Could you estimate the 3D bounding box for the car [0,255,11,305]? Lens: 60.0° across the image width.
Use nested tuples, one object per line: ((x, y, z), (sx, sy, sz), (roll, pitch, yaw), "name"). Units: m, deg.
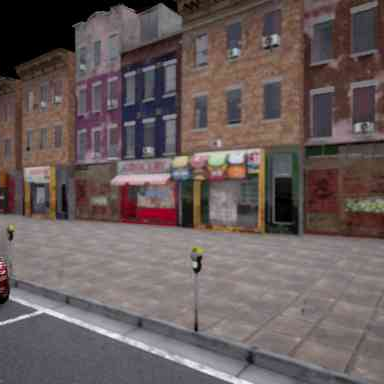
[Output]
((-5.513, 1.435, 6.739), (4.097, 1.590, 1.967), (0, 0, 36), "car")
